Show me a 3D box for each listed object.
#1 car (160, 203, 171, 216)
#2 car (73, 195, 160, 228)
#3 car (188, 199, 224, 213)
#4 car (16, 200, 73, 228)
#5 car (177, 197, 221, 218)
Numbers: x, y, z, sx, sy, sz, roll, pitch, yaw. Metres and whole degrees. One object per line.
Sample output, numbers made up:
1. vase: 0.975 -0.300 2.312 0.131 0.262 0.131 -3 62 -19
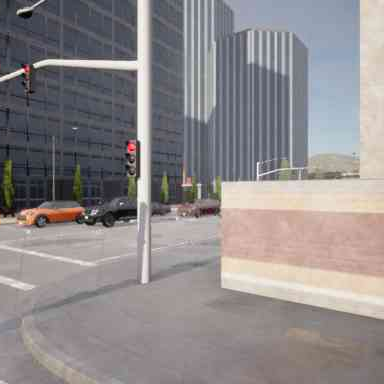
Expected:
1. car: -4.164 1.603 30.851 2.033 1.411 5.357 0 0 36
2. car: -5.132 1.277 23.502 2.150 2.045 5.566 0 0 36
3. car: 1.760 1.560 39.082 1.837 1.490 4.892 0 0 36
4. car: -9.688 1.407 23.155 2.097 1.767 4.553 0 0 36
5. car: 0.595 1.407 31.473 2.097 1.767 4.553 0 0 36
